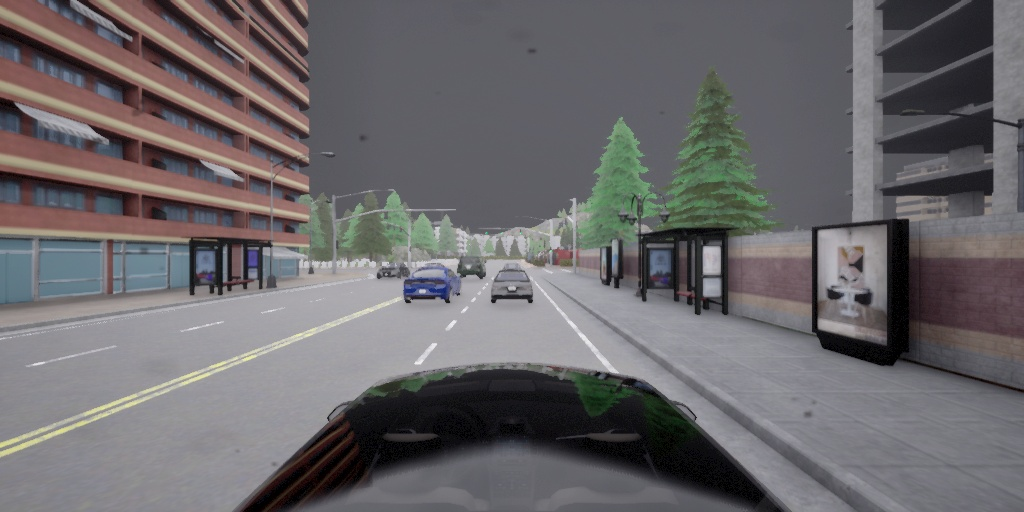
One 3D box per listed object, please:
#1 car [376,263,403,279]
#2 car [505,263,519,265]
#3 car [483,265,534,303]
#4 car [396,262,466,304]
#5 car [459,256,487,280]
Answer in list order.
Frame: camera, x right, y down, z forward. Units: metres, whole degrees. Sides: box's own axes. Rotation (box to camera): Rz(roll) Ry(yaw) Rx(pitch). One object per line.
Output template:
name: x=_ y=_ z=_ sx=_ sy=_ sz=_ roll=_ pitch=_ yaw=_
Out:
car: x=-10.500 y=1.349 z=31.970 sx=1.994 sy=1.385 sz=4.181 roll=0 pitch=0 yaw=0
car: x=0.000 y=1.312 z=31.500 sx=2.033 sy=1.411 sz=5.357 roll=0 pitch=0 yaw=0
car: x=0.000 y=1.312 z=16.500 sx=2.033 sy=1.411 sz=5.357 roll=0 pitch=0 yaw=0
car: x=-3.500 y=1.234 z=16.500 sx=1.882 sy=1.535 sz=5.008 roll=0 pitch=0 yaw=0
car: x=-3.500 y=1.007 z=31.530 sx=2.150 sy=2.045 sz=5.566 roll=0 pitch=0 yaw=0
